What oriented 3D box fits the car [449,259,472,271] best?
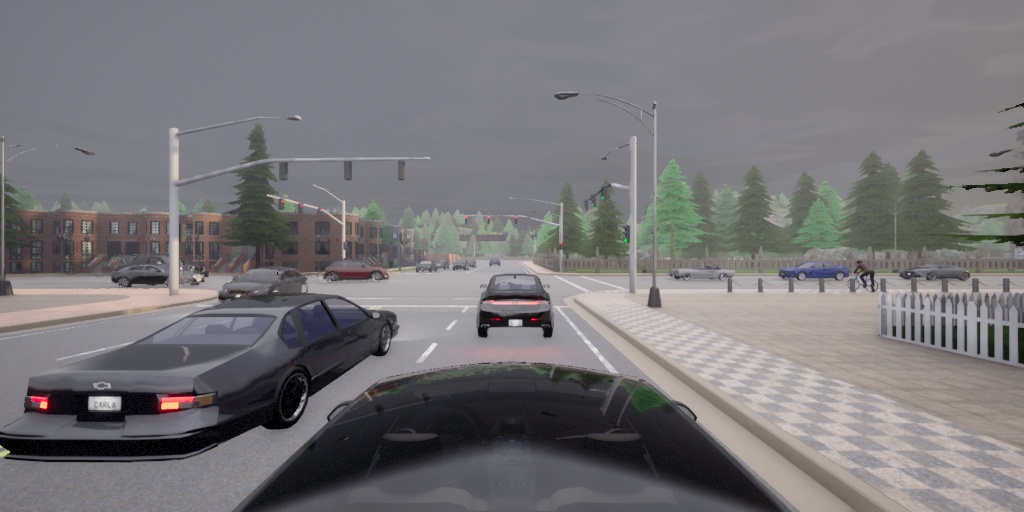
[{"bbox_3d":[-7.063,1.252,49.960,1.837,1.490,4.892,0,0,0],"label":"car"}]

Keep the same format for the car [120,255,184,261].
[{"bbox_3d":[-25.670,0.972,26.339,5.566,2.045,2.150,0,0,-1],"label":"car"}]

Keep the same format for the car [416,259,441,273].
[{"bbox_3d":[-10.557,1.274,44.543,1.812,1.442,4.674,0,0,0],"label":"car"}]

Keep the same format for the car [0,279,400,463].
[{"bbox_3d":[-3.434,1.297,5.552,2.033,1.411,5.357,0,0,1],"label":"car"}]

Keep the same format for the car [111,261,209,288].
[{"bbox_3d":[-22.467,1.240,22.892,4.902,1.511,2.128,0,0,-1],"label":"car"}]

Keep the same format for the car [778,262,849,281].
[{"bbox_3d":[24.872,1.226,29.664,5.008,1.535,1.882,0,0,0],"label":"car"}]

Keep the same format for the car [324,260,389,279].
[{"bbox_3d":[-11.939,1.099,27.763,4.553,1.767,2.097,0,0,-17],"label":"car"}]

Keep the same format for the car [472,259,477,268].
[{"bbox_3d":[-7.021,1.252,59.944,1.837,1.490,4.892,0,0,0],"label":"car"}]

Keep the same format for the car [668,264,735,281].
[{"bbox_3d":[15.581,1.349,29.681,4.718,1.301,1.895,0,0,0],"label":"car"}]

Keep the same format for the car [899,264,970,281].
[{"bbox_3d":[34.847,1.313,29.636,4.181,1.385,1.994,0,0,1],"label":"car"}]

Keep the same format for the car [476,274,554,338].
[{"bbox_3d":[0.087,1.241,10.217,2.128,1.511,4.902,0,0,0],"label":"car"}]

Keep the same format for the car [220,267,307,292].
[{"bbox_3d":[-10.659,1.255,15.786,1.837,1.490,4.892,3,0,-11],"label":"car"}]

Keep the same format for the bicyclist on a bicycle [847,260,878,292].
[{"bbox_3d":[18.260,1.051,18.693,0.582,1.620,1.656,0,0,0],"label":"bicyclist on a bicycle"}]

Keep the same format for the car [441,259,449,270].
[{"bbox_3d":[-10.554,1.239,53.651,2.128,1.511,4.902,0,0,0],"label":"car"}]
